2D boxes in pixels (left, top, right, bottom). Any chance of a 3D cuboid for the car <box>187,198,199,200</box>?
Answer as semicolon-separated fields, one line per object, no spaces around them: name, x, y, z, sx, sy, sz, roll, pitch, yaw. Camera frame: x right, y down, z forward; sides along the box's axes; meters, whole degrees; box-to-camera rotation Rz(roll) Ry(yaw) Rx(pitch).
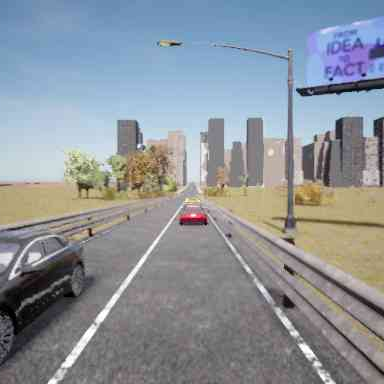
car;0.106;1.464;42.381;1.882;1.535;5.008;0;0;0

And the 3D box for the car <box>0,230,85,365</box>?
car;-3.339;1.490;5.716;2.128;1.511;4.902;0;0;0

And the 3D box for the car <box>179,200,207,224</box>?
car;0.103;1.556;24.674;1.994;1.385;4.181;0;0;0
